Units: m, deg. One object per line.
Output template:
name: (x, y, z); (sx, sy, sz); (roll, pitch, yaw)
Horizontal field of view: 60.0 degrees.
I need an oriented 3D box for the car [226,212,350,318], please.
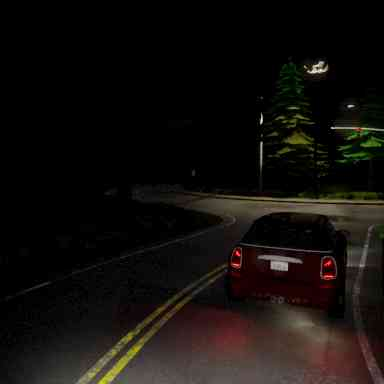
car: (2.411, 1.238, 7.659); (2.097, 1.767, 4.553); (2, 2, 25)
